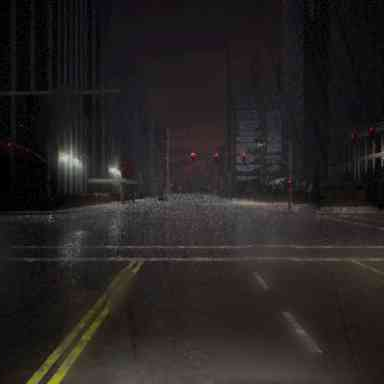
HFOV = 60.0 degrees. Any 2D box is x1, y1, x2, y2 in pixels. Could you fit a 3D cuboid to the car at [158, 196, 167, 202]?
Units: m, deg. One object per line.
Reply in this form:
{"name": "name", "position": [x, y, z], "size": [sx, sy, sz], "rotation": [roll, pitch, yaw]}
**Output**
{"name": "car", "position": [-7.000, 1.582, 78.594], "size": [1.895, 1.301, 4.718], "rotation": [0, 0, 0]}

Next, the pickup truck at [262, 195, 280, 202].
{"name": "pickup truck", "position": [16.622, 1.057, 69.674], "size": [2.390, 2.098, 6.274], "rotation": [0, 0, 31]}
